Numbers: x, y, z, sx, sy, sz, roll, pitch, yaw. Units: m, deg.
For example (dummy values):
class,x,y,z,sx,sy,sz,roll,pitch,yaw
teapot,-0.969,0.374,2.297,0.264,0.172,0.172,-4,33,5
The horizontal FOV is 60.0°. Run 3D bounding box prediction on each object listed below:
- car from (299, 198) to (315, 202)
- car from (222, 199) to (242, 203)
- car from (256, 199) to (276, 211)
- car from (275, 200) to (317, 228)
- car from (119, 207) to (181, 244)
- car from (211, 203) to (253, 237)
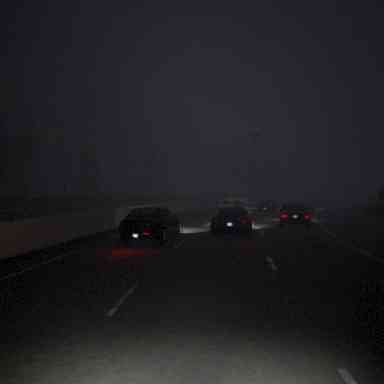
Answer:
class,x,y,z,sx,sy,sz,roll,pitch,yaw
car,13.233,1.373,38.662,1.812,1.442,4.674,0,0,26
car,4.470,1.452,36.499,1.895,1.301,4.718,0,0,23
car,8.669,1.450,37.311,1.895,1.301,4.718,0,0,25
car,6.643,1.461,21.622,2.033,1.411,5.357,0,0,15
car,-1.801,1.440,15.467,1.837,1.490,4.892,0,0,10
car,2.173,1.492,17.614,1.994,1.385,4.181,0,0,11
